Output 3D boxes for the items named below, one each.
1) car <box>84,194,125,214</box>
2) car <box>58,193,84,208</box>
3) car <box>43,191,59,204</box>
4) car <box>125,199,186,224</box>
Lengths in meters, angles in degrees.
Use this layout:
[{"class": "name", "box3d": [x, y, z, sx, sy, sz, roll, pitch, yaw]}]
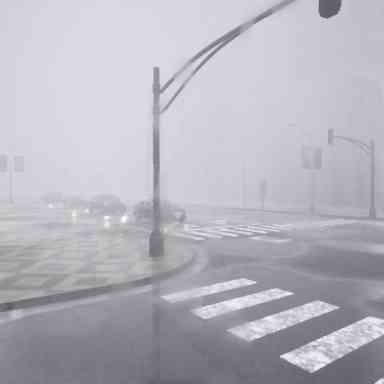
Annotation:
[{"class": "car", "box3d": [-7.609, 0.975, 29.743, 2.097, 1.767, 4.553, 0, 1, -36]}, {"class": "car", "box3d": [-13.144, 1.087, 37.447, 1.895, 1.301, 4.718, 0, 1, -36]}, {"class": "car", "box3d": [-18.957, 0.690, 45.579, 2.097, 1.767, 4.553, 0, 1, -35]}, {"class": "car", "box3d": [-2.282, 1.243, 22.339, 2.128, 1.511, 4.902, 0, 1, -36]}]
